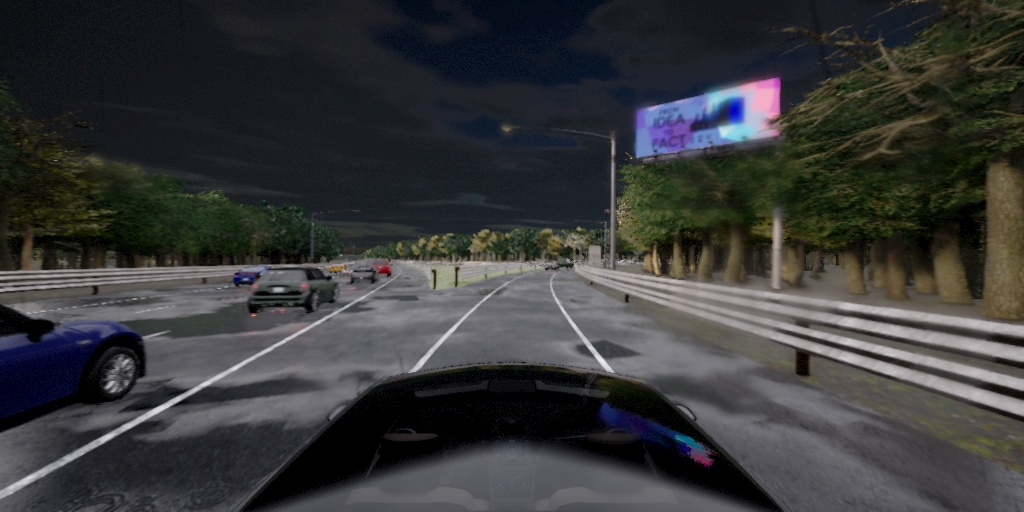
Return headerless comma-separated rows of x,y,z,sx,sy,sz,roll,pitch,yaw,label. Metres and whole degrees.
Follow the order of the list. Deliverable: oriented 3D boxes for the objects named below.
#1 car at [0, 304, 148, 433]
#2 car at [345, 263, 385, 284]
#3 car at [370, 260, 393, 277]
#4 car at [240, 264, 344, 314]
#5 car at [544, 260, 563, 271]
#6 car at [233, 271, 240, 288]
-6.088,1.073,3.334,2.097,1.767,4.553,1,-1,-12,car
-12.480,1.576,30.717,2.128,1.511,4.902,1,-1,-14,car
-16.019,1.505,44.327,2.150,2.045,5.566,1,-1,-15,car
-8.591,1.211,14.555,2.097,1.767,4.553,1,-1,-13,car
6.754,1.818,60.009,1.895,1.301,4.718,0,0,17,car
-18.568,1.463,26.613,1.882,1.535,5.008,1,-1,-14,car
